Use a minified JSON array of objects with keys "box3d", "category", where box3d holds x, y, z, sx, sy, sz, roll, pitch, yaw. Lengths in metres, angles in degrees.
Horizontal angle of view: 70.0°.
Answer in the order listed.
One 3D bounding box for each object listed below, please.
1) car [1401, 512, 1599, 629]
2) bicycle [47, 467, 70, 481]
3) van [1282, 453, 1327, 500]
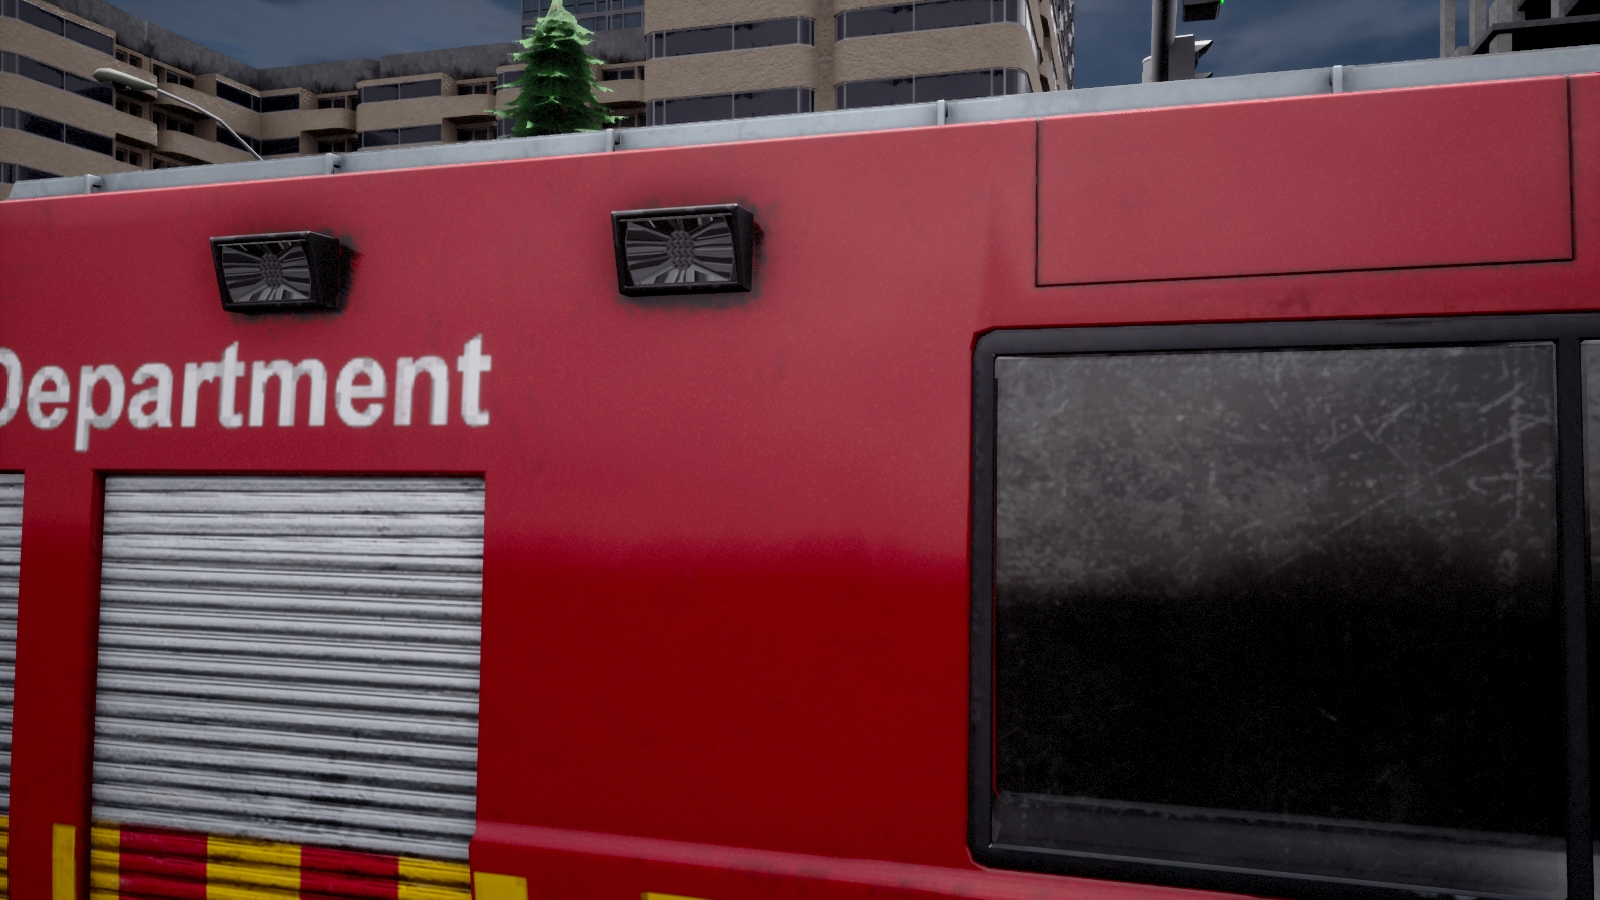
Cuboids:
[{"box3d":[12.484,2.037,20.491,2.038,1.542,4.974,0,0,16],"category":"car"},{"box3d":[-65.142,2.102,100.377,1.487,1.276,0.859,0,0,15],"category":"bicycle"},{"box3d":[29.986,1.522,67.822,1.988,2.561,5.915,-1,0,28],"category":"van"}]
